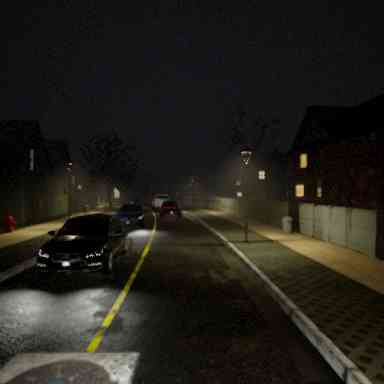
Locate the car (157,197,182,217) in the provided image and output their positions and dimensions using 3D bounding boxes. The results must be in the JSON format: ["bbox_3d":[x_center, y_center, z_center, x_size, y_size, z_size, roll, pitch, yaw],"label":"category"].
[{"bbox_3d":[-2.042,1.523,30.941,1.837,1.490,4.892,0,0,-7],"label":"car"}]

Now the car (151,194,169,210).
[{"bbox_3d":[-4.195,1.332,44.713,2.150,2.045,5.566,0,-1,-10],"label":"car"}]

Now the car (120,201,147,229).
[{"bbox_3d":[-3.959,1.523,21.843,1.812,1.442,4.674,0,0,-5],"label":"car"}]

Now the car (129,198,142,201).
[{"bbox_3d":[-9.983,1.803,58.509,1.837,1.490,4.892,0,-1,-14],"label":"car"}]

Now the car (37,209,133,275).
[{"bbox_3d":[-3.189,1.504,10.532,1.837,1.490,4.892,0,0,-3],"label":"car"}]
